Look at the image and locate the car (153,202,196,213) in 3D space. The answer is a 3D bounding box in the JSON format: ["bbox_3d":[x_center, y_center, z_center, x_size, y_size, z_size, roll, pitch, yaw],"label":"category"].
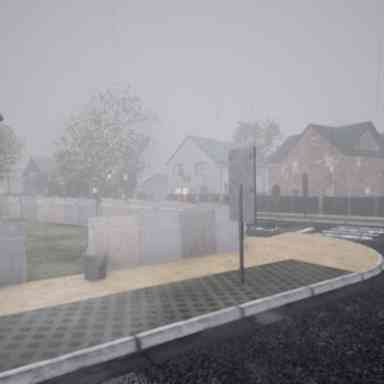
[{"bbox_3d":[-0.290,1.297,21.628,4.718,1.301,1.895,0,1,39],"label":"car"}]
